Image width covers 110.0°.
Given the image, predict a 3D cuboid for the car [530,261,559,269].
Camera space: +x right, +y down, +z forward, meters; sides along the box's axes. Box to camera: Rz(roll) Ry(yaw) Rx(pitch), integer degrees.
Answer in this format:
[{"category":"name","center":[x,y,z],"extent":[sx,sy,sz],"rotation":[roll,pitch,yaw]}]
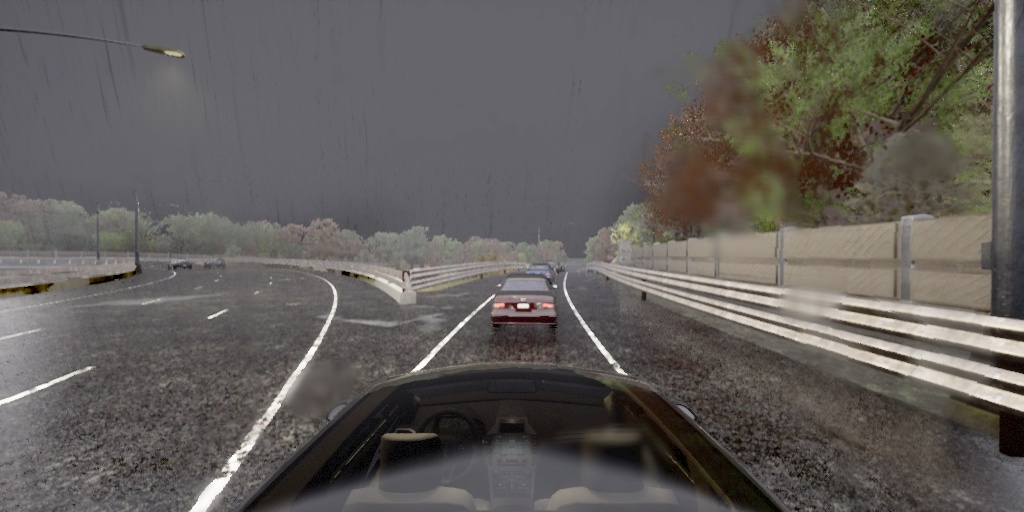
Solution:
[{"category":"car","center":[1.975,1.209,24.677],"extent":[2.033,1.411,5.357],"rotation":[0,0,8]}]

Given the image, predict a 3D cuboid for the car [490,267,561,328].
[{"category":"car","center":[0.449,1.261,11.274],"extent":[2.033,1.411,5.357],"rotation":[0,0,4]}]

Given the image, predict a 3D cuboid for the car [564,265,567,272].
[{"category":"car","center":[7.504,1.897,58.626],"extent":[1.837,1.490,4.892],"rotation":[0,-3,10]}]

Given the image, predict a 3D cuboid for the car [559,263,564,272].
[{"category":"car","center":[4.977,1.361,43.912],"extent":[2.033,1.411,5.357],"rotation":[0,-1,9]}]
